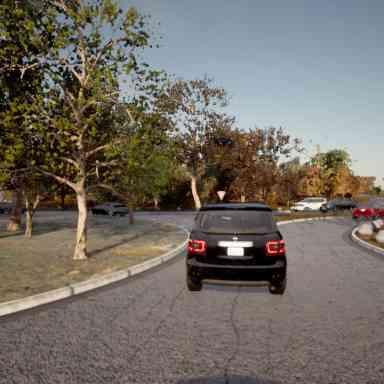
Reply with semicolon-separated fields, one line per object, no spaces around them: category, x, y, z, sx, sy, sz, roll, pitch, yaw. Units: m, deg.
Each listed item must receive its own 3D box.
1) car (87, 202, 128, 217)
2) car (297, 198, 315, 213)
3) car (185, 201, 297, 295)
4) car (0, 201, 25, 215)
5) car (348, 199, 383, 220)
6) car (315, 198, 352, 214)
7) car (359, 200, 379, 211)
car;-8.704;1.744;33.791;4.902;1.511;2.128;0;-1;30
car;16.336;1.816;46.002;5.566;2.045;2.150;1;-1;-27
car;1.175;1.264;9.067;2.150;2.045;5.566;0;0;7
car;-20.975;1.784;37.241;4.892;1.490;1.837;0;0;22
car;17.947;1.859;33.148;4.553;1.767;2.097;2;-2;-40
car;19.426;1.829;44.004;5.566;2.045;2.150;1;-1;-29
car;30.333;2.232;56.944;2.097;1.767;4.553;0;-1;40
